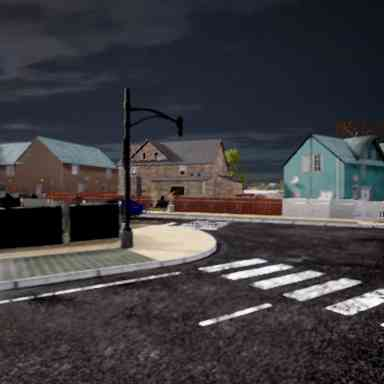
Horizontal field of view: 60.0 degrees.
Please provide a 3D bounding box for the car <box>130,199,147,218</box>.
[{"bbox_3d":[-5.549,1.144,24.285,4.674,1.442,1.812,1,0,19],"label":"car"}]

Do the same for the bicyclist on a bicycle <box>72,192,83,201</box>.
[{"bbox_3d":[-9.921,0.819,28.873,0.582,1.620,1.656,1,1,19],"label":"bicyclist on a bicycle"}]

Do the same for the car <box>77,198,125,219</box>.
[{"bbox_3d":[-6.562,1.182,21.507,4.181,1.385,1.994,1,0,19],"label":"car"}]
